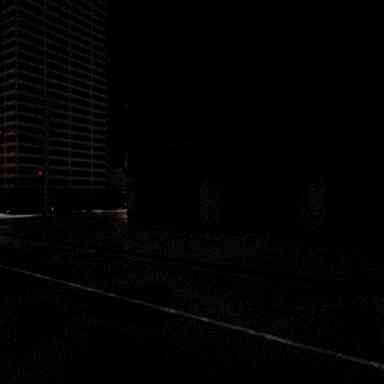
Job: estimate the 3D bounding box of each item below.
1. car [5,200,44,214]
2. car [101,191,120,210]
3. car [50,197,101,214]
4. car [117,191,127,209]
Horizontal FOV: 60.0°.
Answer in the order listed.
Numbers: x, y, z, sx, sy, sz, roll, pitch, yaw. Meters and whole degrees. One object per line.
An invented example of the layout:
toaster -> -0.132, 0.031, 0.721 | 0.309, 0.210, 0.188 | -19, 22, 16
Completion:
car -> -17.091, 1.547, 35.868 | 2.033, 1.411, 5.357 | 0, 0, 35
car -> -10.963, 1.221, 44.590 | 2.150, 2.045, 5.566 | 0, 0, 35
car -> -12.779, 1.491, 35.916 | 2.128, 1.511, 4.902 | 0, 0, 35
car -> -6.815, 1.221, 44.397 | 2.150, 2.045, 5.566 | 0, 0, 36
